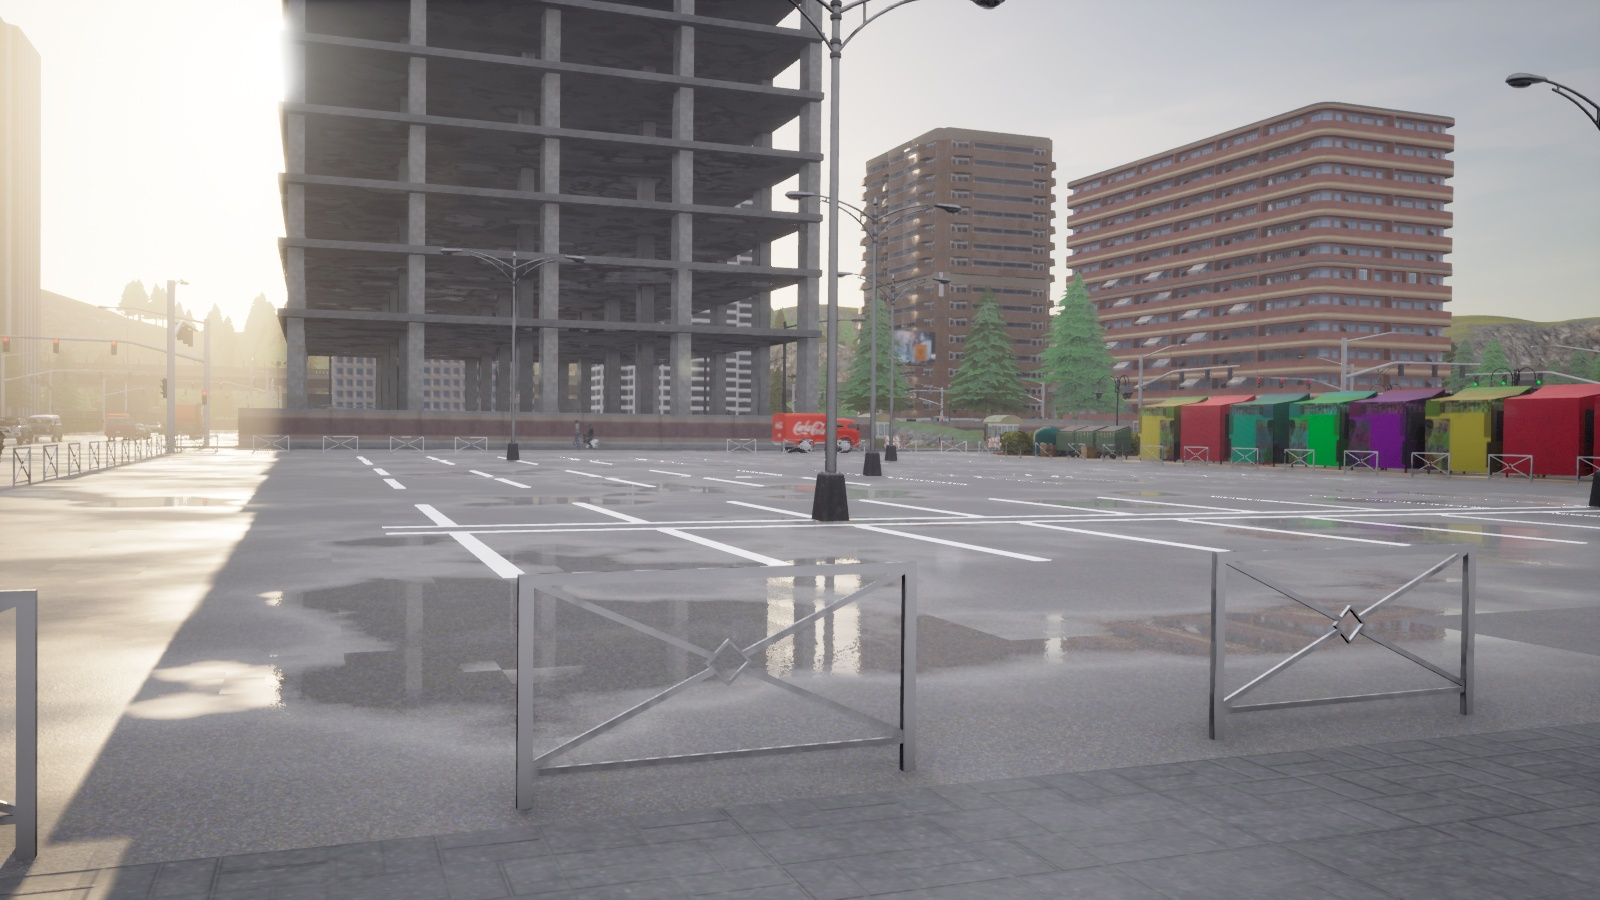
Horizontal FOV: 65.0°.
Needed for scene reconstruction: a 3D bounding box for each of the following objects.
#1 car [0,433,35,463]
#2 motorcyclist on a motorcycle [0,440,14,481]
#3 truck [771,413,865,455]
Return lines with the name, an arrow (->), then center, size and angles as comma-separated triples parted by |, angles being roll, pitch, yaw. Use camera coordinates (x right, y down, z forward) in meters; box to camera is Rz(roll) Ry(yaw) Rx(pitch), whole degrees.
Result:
car -> -51.124, -0.155, 81.270 | 1.932, 1.855, 4.605 | -1, 1, -21
motorcyclist on a motorcycle -> -30.371, 0.392, 47.284 | 0.866, 1.530, 2.191 | -1, 1, -21
truck -> 1.096, -1.013, 77.268 | 5.204, 2.467, 2.627 | -1, 1, -21
